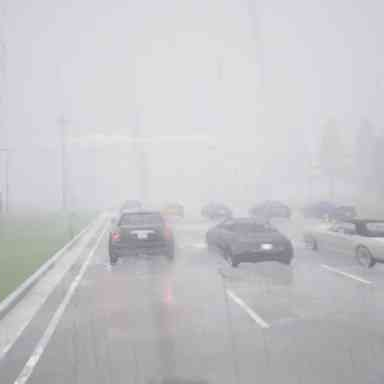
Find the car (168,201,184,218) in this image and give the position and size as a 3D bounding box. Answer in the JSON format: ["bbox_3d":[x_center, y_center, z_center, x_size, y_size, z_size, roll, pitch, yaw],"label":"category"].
[{"bbox_3d":[-1.961,1.519,30.588,1.882,1.535,5.008,-1,0,-11],"label":"car"}]

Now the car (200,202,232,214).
[{"bbox_3d":[2.022,1.548,28.527,1.994,1.385,4.181,-1,0,-11],"label":"car"}]

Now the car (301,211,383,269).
[{"bbox_3d":[5.526,1.526,11.005,1.895,1.301,4.718,-1,0,-11],"label":"car"}]

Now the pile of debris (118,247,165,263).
[{"bbox_3d":[-1.811,2.207,11.705,1.500,0.140,1.860,-1,0,-11],"label":"pile of debris"}]

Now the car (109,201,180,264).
[{"bbox_3d":[-1.922,1.385,12.375,2.097,1.767,4.553,-1,0,-11],"label":"car"}]

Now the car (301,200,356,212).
[{"bbox_3d":[9.944,1.346,24.680,1.882,1.535,5.008,-1,0,-11],"label":"car"}]

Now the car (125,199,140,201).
[{"bbox_3d":[-5.303,1.442,29.439,2.097,1.767,4.553,-1,0,-11],"label":"car"}]

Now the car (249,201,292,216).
[{"bbox_3d":[6.051,1.416,26.242,2.128,1.511,4.902,-1,0,-11],"label":"car"}]

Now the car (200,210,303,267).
[{"bbox_3d":[1.791,1.543,11.518,1.994,1.385,4.181,-1,0,-10],"label":"car"}]
